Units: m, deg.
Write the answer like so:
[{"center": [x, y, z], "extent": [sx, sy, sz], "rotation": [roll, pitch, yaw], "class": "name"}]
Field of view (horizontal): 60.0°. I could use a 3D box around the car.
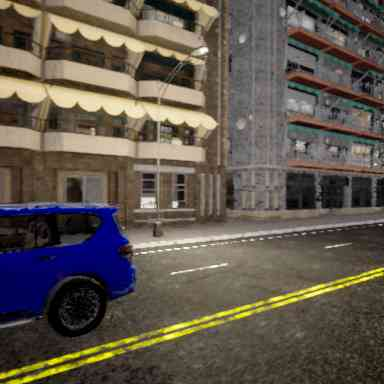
[{"center": [-3.594, 1.221, 5.114], "extent": [5.566, 2.045, 2.150], "rotation": [0, 0, -35], "class": "car"}]
